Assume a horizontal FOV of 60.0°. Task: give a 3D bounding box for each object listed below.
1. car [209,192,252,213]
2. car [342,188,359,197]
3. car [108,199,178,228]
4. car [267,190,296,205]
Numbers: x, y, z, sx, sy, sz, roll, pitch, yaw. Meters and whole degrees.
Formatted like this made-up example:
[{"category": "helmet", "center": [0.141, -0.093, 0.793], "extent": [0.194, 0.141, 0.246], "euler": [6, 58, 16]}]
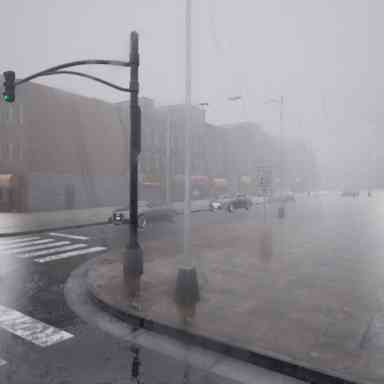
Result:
[{"category": "car", "center": [3.193, 0.794, 26.934], "extent": [2.128, 1.511, 4.902], "euler": [0, 2, 35]}, {"category": "car", "center": [25.047, 0.088, 52.483], "extent": [2.033, 1.411, 5.357], "euler": [0, 2, 35]}, {"category": "car", "center": [-2.640, 1.127, 18.754], "extent": [1.994, 1.385, 4.181], "euler": [0, 2, 36]}, {"category": "car", "center": [9.815, 0.545, 36.206], "extent": [1.812, 1.442, 4.674], "euler": [0, 2, 36]}]
